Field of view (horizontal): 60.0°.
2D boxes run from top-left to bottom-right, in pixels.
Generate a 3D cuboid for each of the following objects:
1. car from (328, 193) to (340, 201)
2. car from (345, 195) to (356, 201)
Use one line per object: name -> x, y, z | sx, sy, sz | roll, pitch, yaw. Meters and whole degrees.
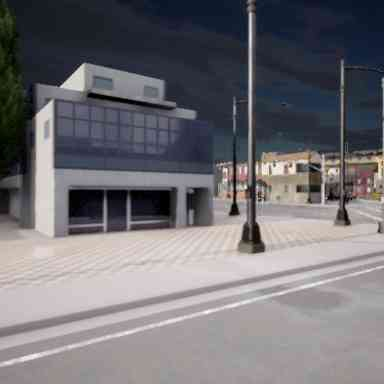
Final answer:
car -> 35.484, 1.157, 82.819 | 2.150, 2.045, 5.566 | 0, 0, 10
car -> 38.929, 1.419, 82.204 | 1.882, 1.535, 5.008 | 0, 0, 10
